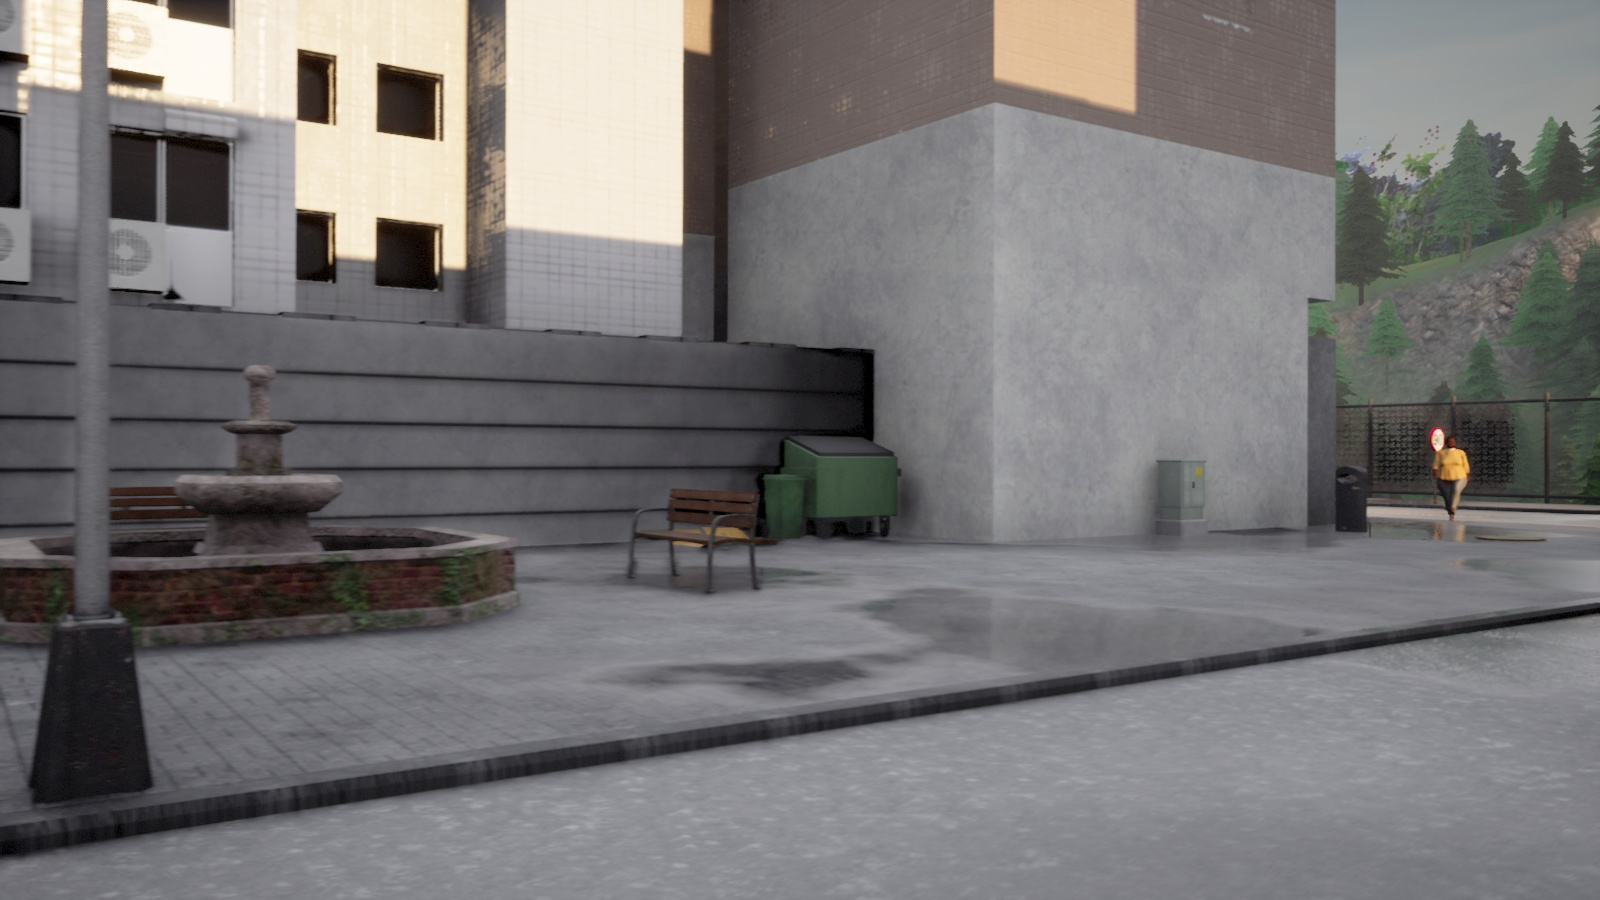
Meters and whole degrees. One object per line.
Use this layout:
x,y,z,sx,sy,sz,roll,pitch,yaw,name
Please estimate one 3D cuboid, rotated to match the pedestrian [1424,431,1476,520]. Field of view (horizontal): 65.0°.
13.851,0.528,26.744,0.874,1.855,0.900,0,0,34,pedestrian
